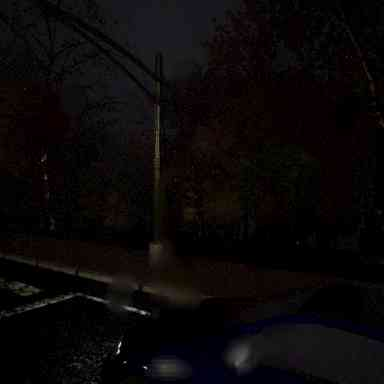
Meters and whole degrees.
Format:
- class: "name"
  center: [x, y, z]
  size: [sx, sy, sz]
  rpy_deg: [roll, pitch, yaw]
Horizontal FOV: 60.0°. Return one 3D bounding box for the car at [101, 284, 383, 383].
- class: "car"
  center: [1.146, 1.564, 2.865]
  size: [4.181, 1.385, 1.994]
  rpy_deg: [0, 0, 35]
